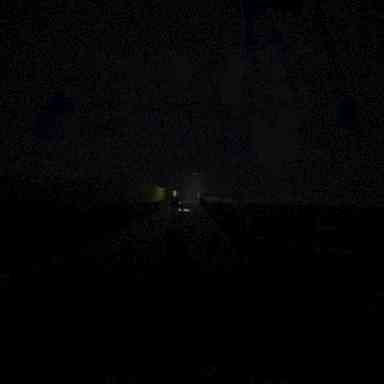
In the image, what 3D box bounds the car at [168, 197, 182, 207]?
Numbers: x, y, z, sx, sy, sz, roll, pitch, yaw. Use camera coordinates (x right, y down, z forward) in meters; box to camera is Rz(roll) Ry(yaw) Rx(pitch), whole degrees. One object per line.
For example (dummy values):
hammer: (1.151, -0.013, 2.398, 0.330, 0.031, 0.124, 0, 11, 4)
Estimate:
car: (-2.731, 1.557, 54.574, 2.097, 1.767, 4.553, 1, 0, 0)
